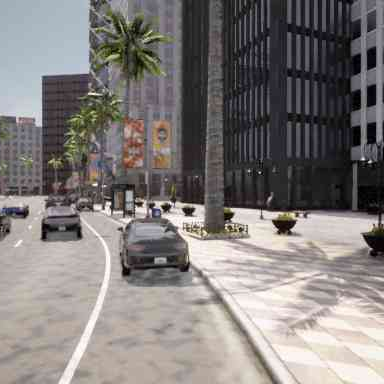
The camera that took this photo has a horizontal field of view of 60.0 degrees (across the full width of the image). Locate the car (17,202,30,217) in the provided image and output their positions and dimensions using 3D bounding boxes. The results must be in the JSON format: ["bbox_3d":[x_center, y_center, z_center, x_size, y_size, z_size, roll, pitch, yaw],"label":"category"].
[{"bbox_3d":[-15.916,1.588,30.199,1.895,1.301,4.718,0,0,-22],"label":"car"}]

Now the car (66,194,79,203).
[{"bbox_3d":[-24.412,1.335,67.836,2.185,1.767,4.553,0,0,-23],"label":"car"}]

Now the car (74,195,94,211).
[{"bbox_3d":[-13.162,1.471,40.701,2.231,1.521,4.892,0,0,-23],"label":"car"}]

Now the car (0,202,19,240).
[{"bbox_3d":[-10.249,1.484,16.559,2.128,1.511,4.902,0,0,-22],"label":"car"}]

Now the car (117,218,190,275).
[{"bbox_3d":[-1.312,1.525,10.435,1.812,1.442,4.674,0,0,-13],"label":"car"}]

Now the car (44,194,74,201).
[{"bbox_3d":[-12.428,1.215,30.905,2.150,2.045,5.566,0,0,-22],"label":"car"}]

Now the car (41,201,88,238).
[{"bbox_3d":[-7.003,1.488,17.869,2.128,1.511,4.902,0,0,-22],"label":"car"}]

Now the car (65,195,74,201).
[{"bbox_3d":[-32.534,1.488,88.208,2.161,1.482,4.786,0,0,-23],"label":"car"}]
